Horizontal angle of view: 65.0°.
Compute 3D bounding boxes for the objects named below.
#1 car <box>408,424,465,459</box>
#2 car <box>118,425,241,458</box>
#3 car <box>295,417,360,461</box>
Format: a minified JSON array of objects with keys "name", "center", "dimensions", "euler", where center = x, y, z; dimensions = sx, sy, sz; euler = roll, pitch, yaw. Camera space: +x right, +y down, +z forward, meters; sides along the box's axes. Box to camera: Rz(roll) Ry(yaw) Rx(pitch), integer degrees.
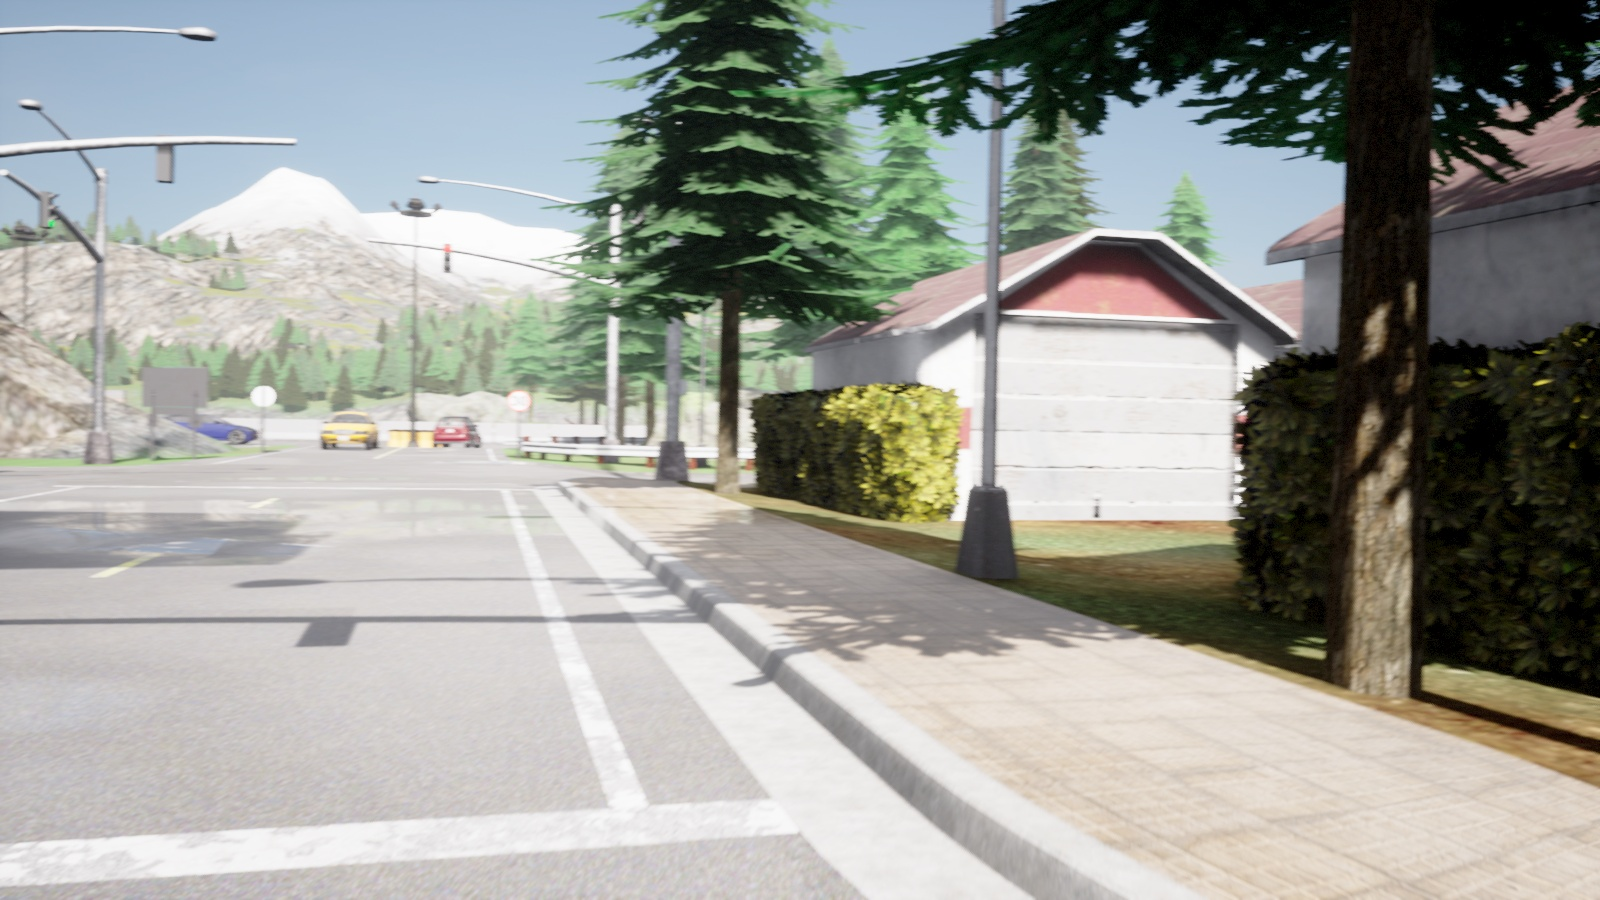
[{"name":"car","center":[-16.548,-0.400,57.292],"dimensions":[1.789,1.549,3.705],"euler":[-1,1,-6]},{"name":"car","center":[-28.927,-0.411,58.728],"dimensions":[4.792,1.488,2.163],"euler":[0,1,-15]},{"name":"car","center":[-18.101,-0.451,48.336],"dimensions":[1.801,1.575,5.366],"euler":[0,1,-15]}]
